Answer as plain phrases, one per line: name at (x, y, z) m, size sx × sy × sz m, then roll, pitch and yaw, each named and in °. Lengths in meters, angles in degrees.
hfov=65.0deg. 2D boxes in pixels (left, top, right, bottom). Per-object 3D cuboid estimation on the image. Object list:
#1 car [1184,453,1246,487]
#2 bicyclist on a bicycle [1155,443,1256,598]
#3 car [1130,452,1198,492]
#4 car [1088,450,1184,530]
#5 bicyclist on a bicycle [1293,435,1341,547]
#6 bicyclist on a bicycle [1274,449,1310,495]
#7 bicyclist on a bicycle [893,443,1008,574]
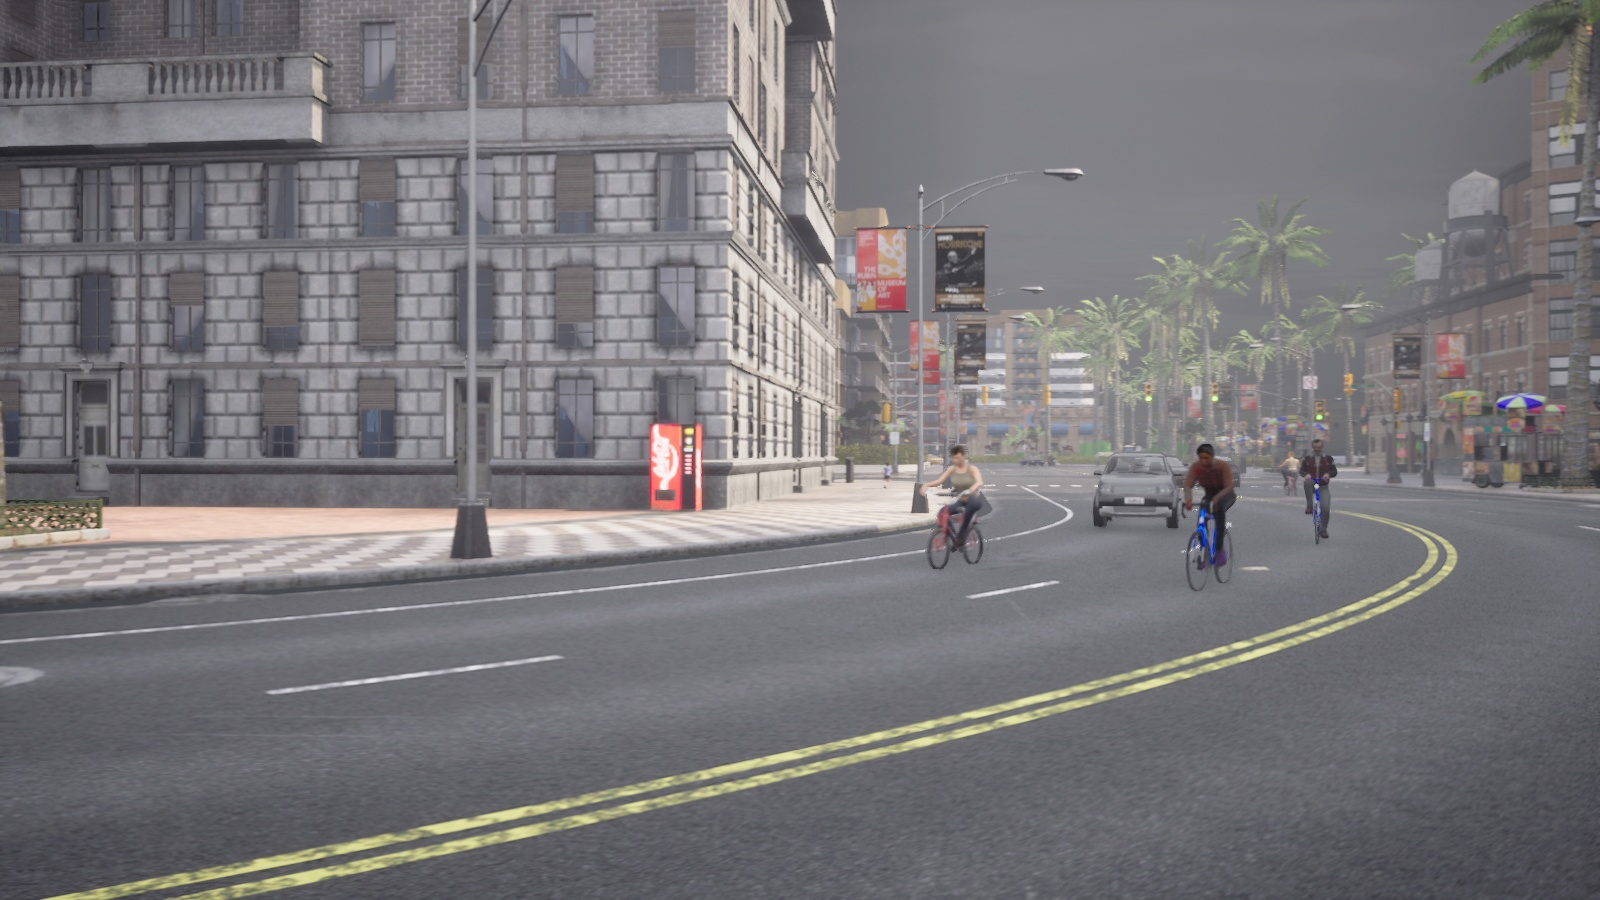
car at (19.168, 0.891, 58.188) m, size 1.837 × 1.490 × 4.892 m, roll 0°, pitch 0°, yaw 7°
bicyclist on a bicycle at (4.535, 0.732, 13.978) m, size 0.582 × 1.620 × 1.656 m, roll -1°, pitch 0°, yaw 35°
car at (14.787, 0.853, 51.281) m, size 1.882 × 1.535 × 5.008 m, roll 0°, pitch 0°, yaw 7°
car at (7.145, 0.792, 26.479) m, size 1.789 × 1.549 × 3.705 m, roll 0°, pitch 0°, yaw 18°
bicyclist on a bicycle at (8.663, 0.662, 20.993) m, size 0.659 × 1.776 × 1.843 m, roll -1°, pitch -1°, yaw 25°
bicyclist on a bicycle at (17.431, 0.782, 44.530) m, size 0.866 × 1.612 × 1.509 m, roll 0°, pitch 0°, yaw 8°
bicyclist on a bicycle at (1.986, 0.731, 16.409) m, size 0.866 × 1.612 × 1.509 m, roll -1°, pitch -1°, yaw 35°
